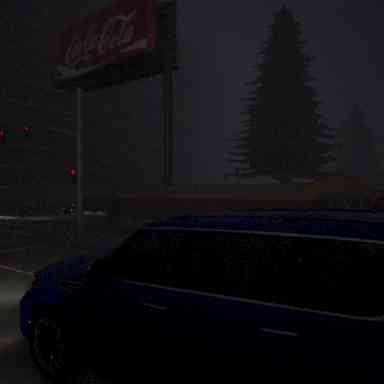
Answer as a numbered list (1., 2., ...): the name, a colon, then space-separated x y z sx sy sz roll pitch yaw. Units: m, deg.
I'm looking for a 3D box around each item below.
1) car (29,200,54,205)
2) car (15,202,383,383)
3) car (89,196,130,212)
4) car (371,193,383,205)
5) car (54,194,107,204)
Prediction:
1. car: -15.195 1.568 33.291 1.812 1.442 4.674 0 0 35
2. car: 0.346 1.220 3.743 5.566 2.045 2.150 -1 0 36
3. car: -10.008 1.395 40.647 2.097 1.767 4.553 0 0 35
4. car: 12.594 1.150 19.558 3.866 1.878 1.905 0 0 35
5. car: -10.580 1.260 33.765 2.150 2.045 5.566 0 0 35
